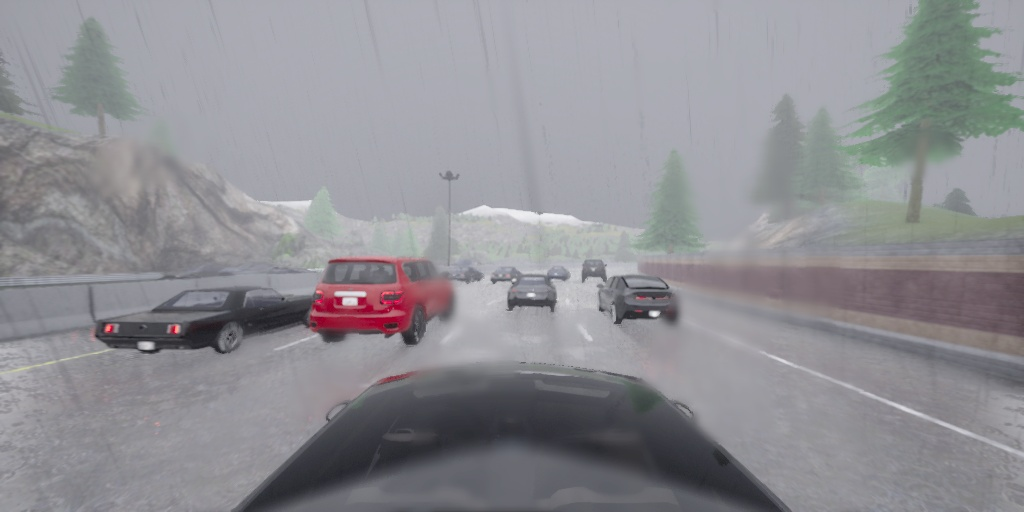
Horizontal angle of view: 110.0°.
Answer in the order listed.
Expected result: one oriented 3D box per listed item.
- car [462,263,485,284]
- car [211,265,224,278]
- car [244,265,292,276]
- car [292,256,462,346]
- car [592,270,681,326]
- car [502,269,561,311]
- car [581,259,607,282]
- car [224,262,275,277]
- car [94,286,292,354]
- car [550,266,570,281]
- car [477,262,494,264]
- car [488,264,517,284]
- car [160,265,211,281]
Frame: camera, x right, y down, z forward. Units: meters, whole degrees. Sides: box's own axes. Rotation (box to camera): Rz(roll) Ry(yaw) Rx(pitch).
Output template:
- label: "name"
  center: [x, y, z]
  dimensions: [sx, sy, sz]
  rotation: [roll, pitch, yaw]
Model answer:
- label: "car"
  center: [-3.898, 1.568, 30.098]
  dimensions: [2.033, 1.411, 5.357]
  rotation: [0, -1, 12]
- label: "car"
  center: [-21.868, 1.291, 30.073]
  dimensions: [2.097, 1.767, 4.553]
  rotation: [0, -1, 11]
- label: "car"
  center: [-15.658, 1.518, 25.124]
  dimensions: [1.895, 1.301, 4.718]
  rotation: [0, -1, 9]
- label: "car"
  center: [-3.083, 1.039, 9.848]
  dimensions: [2.150, 2.045, 5.566]
  rotation: [0, -1, 3]
- label: "car"
  center: [4.124, 1.380, 12.304]
  dimensions: [1.837, 1.490, 4.892]
  rotation: [0, -1, 4]
- label: "car"
  center: [0.925, 1.458, 15.482]
  dimensions: [1.994, 1.385, 4.181]
  rotation: [0, -1, 6]
- label: "car"
  center: [7.825, 1.336, 34.165]
  dimensions: [2.150, 2.045, 5.566]
  rotation: [0, -1, 14]
- label: "car"
  center: [-18.754, 1.420, 27.675]
  dimensions: [2.128, 1.511, 4.902]
  rotation: [0, -1, 10]
- label: "car"
  center: [-6.638, 1.393, 8.839]
  dimensions: [1.895, 1.301, 4.718]
  rotation: [0, -1, 3]
- label: "car"
  center: [4.622, 1.678, 35.608]
  dimensions: [1.994, 1.385, 4.181]
  rotation: [0, -1, 14]
- label: "car"
  center: [-4.050, 1.924, 63.861]
  dimensions: [1.994, 1.385, 4.181]
  rotation: [0, -1, 24]
- label: "car"
  center: [-0.364, 1.582, 29.935]
  dimensions: [2.033, 1.411, 5.357]
  rotation: [0, -1, 12]
- label: "car"
  center: [-25.541, 1.466, 29.730]
  dimensions: [2.033, 1.411, 5.357]
  rotation: [0, -1, 10]
